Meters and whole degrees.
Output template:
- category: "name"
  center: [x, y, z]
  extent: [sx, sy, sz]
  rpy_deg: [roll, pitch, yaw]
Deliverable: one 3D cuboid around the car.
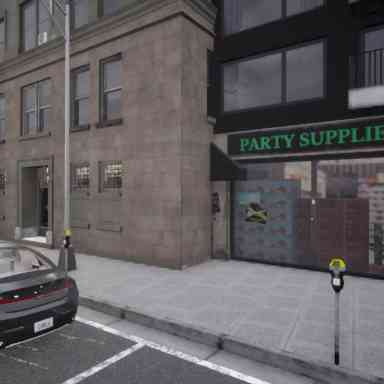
- category: "car"
  center: [-3.778, 1.551, 5.739]
  extent: [4.403, 1.369, 2.008]
  rpy_deg: [0, 0, 35]
